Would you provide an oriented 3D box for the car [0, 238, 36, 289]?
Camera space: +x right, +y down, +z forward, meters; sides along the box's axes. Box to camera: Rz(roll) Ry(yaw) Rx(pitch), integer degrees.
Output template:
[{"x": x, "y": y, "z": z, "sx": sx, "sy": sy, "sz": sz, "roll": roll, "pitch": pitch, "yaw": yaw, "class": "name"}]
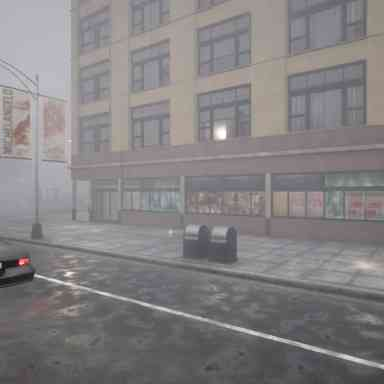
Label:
[{"x": -6.000, "y": 1.547, "z": 8.142, "sx": 5.357, "sy": 1.411, "sz": 2.033, "roll": 0, "pitch": 0, "yaw": 35, "class": "car"}]
